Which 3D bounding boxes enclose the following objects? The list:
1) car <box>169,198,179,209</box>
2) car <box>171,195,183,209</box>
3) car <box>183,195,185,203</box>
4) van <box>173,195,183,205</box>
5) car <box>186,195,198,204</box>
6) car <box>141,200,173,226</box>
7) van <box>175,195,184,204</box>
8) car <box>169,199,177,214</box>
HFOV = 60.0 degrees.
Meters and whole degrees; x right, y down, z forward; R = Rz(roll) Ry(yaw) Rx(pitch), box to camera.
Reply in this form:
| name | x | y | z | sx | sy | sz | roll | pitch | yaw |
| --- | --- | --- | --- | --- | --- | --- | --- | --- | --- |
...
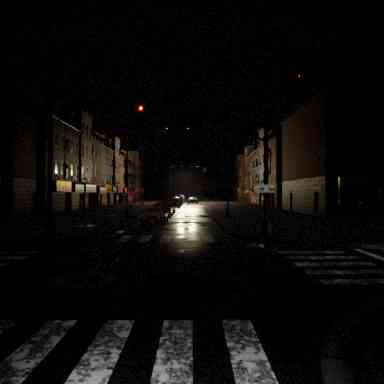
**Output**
| name | x | y | z | sx | sy | sz | roll | pitch | yaw |
| --- | --- | --- | --- | --- | --- | --- | --- | --- | --- |
| car | -2.608 | 1.617 | 35.247 | 1.802 | 1.307 | 4.206 | 0 | 0 | 0 |
| car | -2.599 | 1.500 | 46.458 | 1.967 | 1.590 | 4.097 | 0 | 0 | 0 |
| car | -2.594 | 1.514 | 52.063 | 1.967 | 1.590 | 4.097 | 0 | 0 | 0 |
| van | -2.585 | 1.446 | 63.275 | 1.690 | 1.788 | 3.998 | 0 | 0 | 0 |
| car | 0.152 | 1.719 | 67.476 | 1.895 | 1.301 | 4.718 | 0 | 0 | 0 |
| car | -2.616 | 1.542 | 23.867 | 1.752 | 1.417 | 4.829 | 0 | 0 | 0 |
| van | -2.581 | 1.463 | 68.880 | 1.690 | 1.788 | 3.998 | 0 | 0 | 0 |
| car | -2.612 | 1.570 | 29.642 | 1.887 | 1.381 | 4.507 | 0 | 0 | 0 |
